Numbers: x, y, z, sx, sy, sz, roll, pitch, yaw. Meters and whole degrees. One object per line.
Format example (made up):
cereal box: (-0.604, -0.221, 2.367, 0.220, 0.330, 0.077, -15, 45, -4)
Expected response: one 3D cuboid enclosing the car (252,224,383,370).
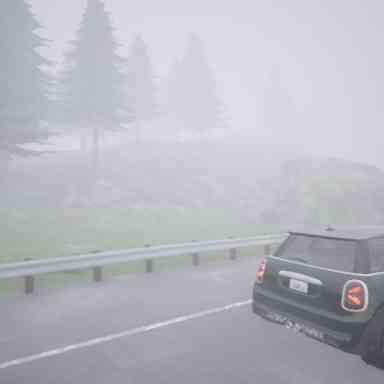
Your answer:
car: (3.263, 1.347, 5.905, 4.553, 1.767, 2.097, 0, 0, -34)
